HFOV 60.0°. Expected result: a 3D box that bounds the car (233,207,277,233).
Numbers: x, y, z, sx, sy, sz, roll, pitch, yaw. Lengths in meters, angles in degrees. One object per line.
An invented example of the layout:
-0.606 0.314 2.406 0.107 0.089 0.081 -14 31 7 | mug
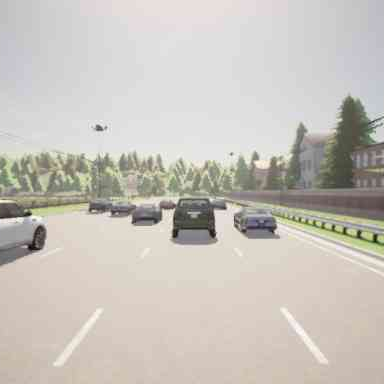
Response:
3.599 1.569 19.703 2.033 1.411 5.357 0 0 0 | car

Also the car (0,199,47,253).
-6.901 1.233 11.016 2.150 2.045 5.566 0 0 0 | car

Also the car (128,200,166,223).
-3.403 1.591 25.835 1.994 1.385 4.181 0 0 0 | car

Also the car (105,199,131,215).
-6.903 1.582 33.857 2.033 1.411 5.357 0 0 0 | car

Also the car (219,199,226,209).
3.595 1.613 45.793 1.994 1.385 4.181 0 0 0 | car

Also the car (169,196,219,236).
0.098 1.242 18.481 2.150 2.045 5.566 0 0 0 | car

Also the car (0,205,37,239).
-10.402 1.509 17.531 2.128 1.511 4.902 0 0 0 | car

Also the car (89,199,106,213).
-10.405 1.545 38.179 1.837 1.490 4.892 0 0 0 | car

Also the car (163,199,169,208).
-3.403 1.611 45.581 1.994 1.385 4.181 0 0 0 | car

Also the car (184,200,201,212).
0.097 1.643 39.619 1.895 1.301 4.718 0 0 0 | car
